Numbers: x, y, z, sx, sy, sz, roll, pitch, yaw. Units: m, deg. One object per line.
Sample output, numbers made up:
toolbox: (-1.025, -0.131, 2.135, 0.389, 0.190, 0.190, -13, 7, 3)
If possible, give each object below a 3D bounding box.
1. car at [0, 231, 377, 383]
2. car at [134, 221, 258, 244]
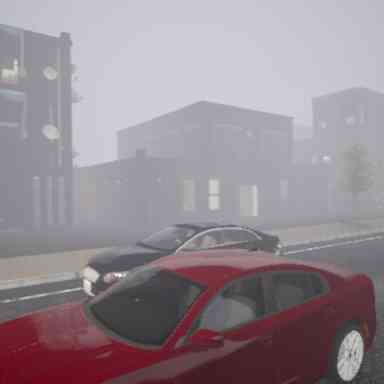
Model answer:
car: (0.125, 1.468, 3.760, 5.008, 1.535, 1.882, 0, 0, -36)
car: (0.034, 1.473, 7.678, 4.902, 1.511, 2.128, 0, 0, -35)
